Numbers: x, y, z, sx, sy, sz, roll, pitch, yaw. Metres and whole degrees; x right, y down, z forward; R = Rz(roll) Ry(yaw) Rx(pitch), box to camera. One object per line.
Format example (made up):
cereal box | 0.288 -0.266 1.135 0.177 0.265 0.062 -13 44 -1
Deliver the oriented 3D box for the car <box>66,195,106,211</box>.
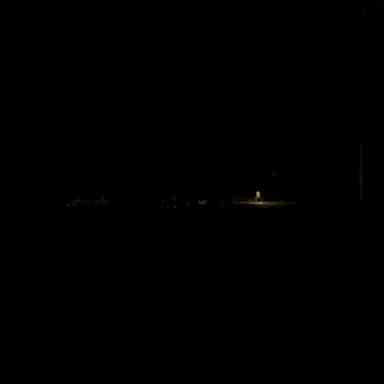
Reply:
car | -14.123 1.379 44.710 2.150 2.045 5.566 0 -1 35

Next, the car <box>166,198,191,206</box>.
car | -2.448 1.821 61.436 1.882 1.535 5.008 0 -1 35

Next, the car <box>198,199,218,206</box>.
car | 3.256 1.973 64.847 1.895 1.301 4.718 0 -1 35

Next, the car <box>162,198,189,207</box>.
car | -2.905 1.769 55.857 2.128 1.511 4.902 0 -1 35
